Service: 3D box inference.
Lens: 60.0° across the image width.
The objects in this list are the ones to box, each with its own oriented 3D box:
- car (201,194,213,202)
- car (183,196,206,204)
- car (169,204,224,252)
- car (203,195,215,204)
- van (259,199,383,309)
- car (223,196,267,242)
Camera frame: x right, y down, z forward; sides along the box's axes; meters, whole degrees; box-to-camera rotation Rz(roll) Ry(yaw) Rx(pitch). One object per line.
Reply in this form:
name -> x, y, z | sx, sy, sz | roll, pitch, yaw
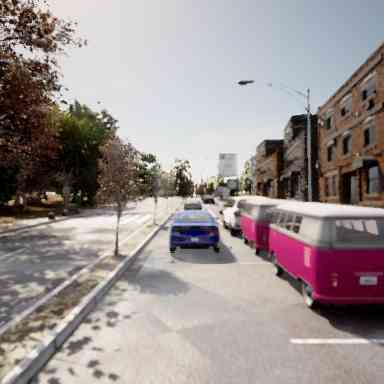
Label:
car -> 2.928, 1.176, 65.679 | 1.994, 1.385, 4.181 | 0, 2, 0
car -> 0.102, 1.531, 35.364 | 2.128, 1.511, 4.902 | 0, 0, 0
car -> 0.098, 1.507, 14.048 | 1.882, 1.535, 5.008 | 0, 0, 0
car -> 2.928, 1.308, 57.821 | 1.882, 1.535, 5.008 | 0, 2, 0
van -> 3.050, 1.274, 7.920 | 1.878, 1.987, 4.442 | 0, 0, 0
car -> 3.050, 1.264, 18.925 | 2.435, 2.045, 5.566 | 0, 0, 0
